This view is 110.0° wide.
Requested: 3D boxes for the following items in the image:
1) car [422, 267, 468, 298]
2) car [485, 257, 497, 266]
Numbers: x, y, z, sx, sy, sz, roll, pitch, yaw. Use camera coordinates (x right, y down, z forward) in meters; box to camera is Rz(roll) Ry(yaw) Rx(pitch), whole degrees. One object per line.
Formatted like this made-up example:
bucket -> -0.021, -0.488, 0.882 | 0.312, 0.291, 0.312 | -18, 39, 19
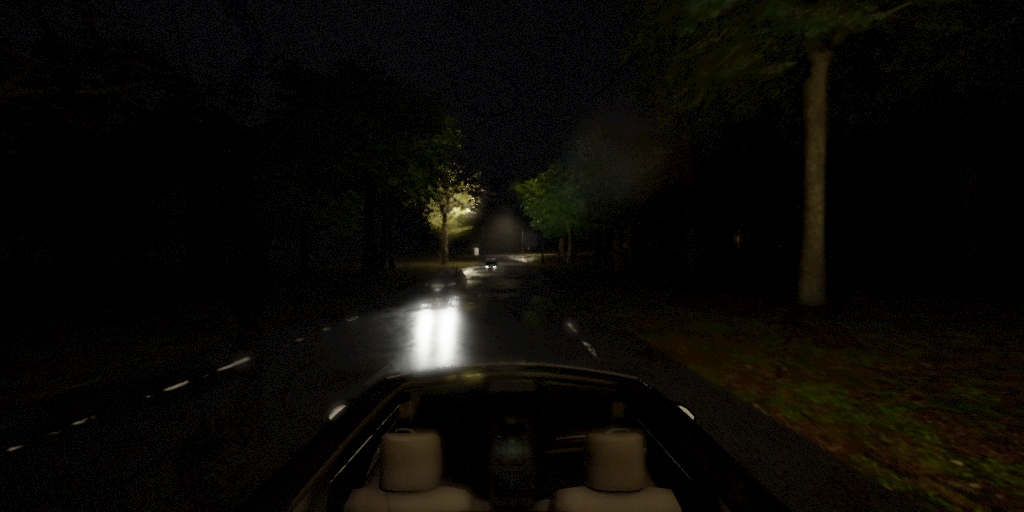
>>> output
car -> -3.595, 1.363, 19.747 | 2.128, 1.511, 4.902 | 0, 0, 0
car -> -3.508, 0.919, 61.510 | 2.033, 1.411, 5.357 | 0, 1, 1
